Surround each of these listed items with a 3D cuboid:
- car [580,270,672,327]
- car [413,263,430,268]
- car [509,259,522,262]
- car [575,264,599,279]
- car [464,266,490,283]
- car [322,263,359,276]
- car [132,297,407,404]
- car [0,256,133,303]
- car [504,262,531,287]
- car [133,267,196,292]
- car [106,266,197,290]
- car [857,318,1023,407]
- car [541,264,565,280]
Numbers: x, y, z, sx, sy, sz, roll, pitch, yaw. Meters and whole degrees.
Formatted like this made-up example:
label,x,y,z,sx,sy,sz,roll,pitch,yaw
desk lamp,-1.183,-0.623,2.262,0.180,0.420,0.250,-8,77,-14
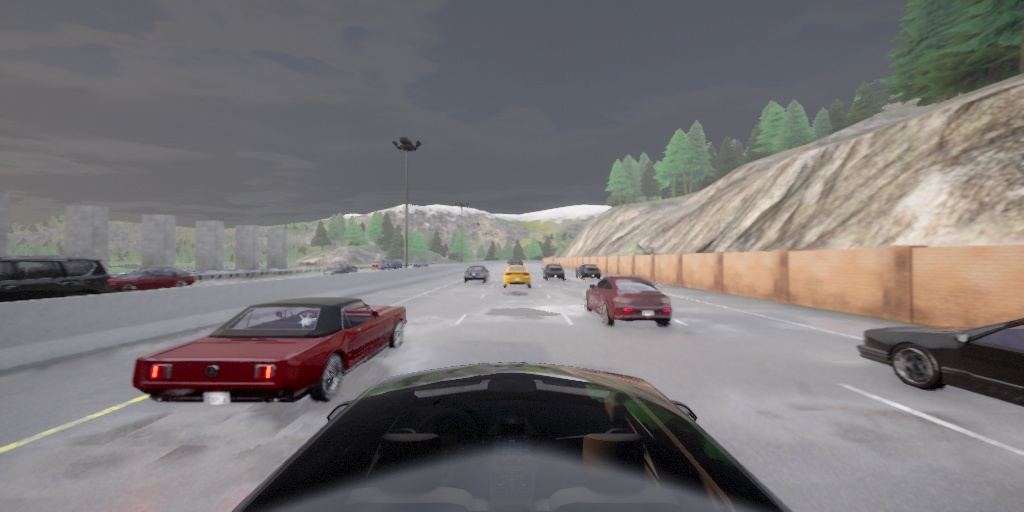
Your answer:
label,x,y,z,sx,sy,sz,roll,pitch,yaw
car,3.666,1.375,11.879,1.812,1.442,4.674,0,0,1
car,-13.788,1.748,54.611,1.994,1.385,4.181,0,0,0
car,0.435,1.411,51.045,2.150,2.045,5.566,0,0,-1
car,7.479,1.575,35.552,1.837,1.490,4.892,0,0,0
car,-3.019,1.550,31.125,2.033,1.411,5.357,0,0,0
car,-17.211,1.503,36.218,2.128,1.511,4.902,0,0,0
car,-3.405,1.384,6.388,1.895,1.301,4.718,0,0,0
car,-14.050,1.005,9.380,2.150,2.045,5.566,0,-1,1
car,0.392,1.452,26.962,1.882,1.535,5.008,0,0,1
car,-20.885,1.462,20.308,1.895,1.301,4.718,0,-1,1
car,-24.322,1.453,24.453,1.994,1.385,4.181,0,0,1
car,7.102,1.335,3.906,2.033,1.411,5.357,0,0,0
car,3.979,1.561,34.968,1.837,1.490,4.892,0,0,0
